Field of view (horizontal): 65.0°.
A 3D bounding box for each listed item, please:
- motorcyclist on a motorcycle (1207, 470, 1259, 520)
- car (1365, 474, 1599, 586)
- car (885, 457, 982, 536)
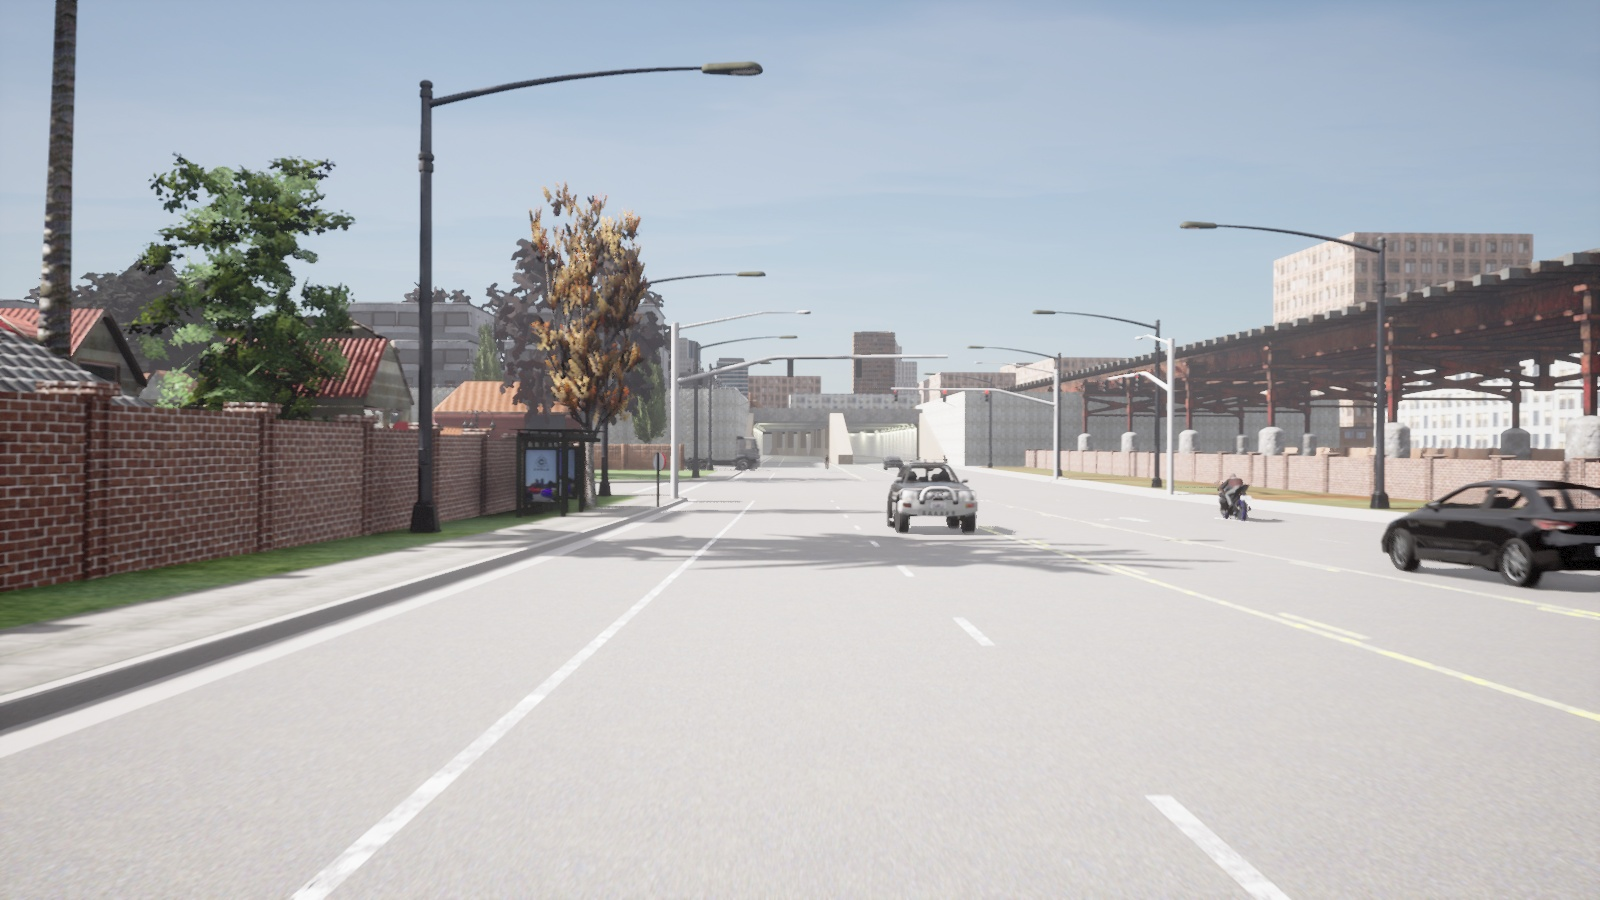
[{"bbox_3d":[13.784,1.403,40.040,0.866,1.530,2.191,0,-1,0],"label":"motorcyclist on a motorcycle"},{"bbox_3d":[10.478,1.097,18.816,1.816,1.474,4.193,0,-1,-5],"label":"car"},{"bbox_3d":[3.326,1.139,32.101,1.932,1.855,4.605,0,-1,0],"label":"car"}]
